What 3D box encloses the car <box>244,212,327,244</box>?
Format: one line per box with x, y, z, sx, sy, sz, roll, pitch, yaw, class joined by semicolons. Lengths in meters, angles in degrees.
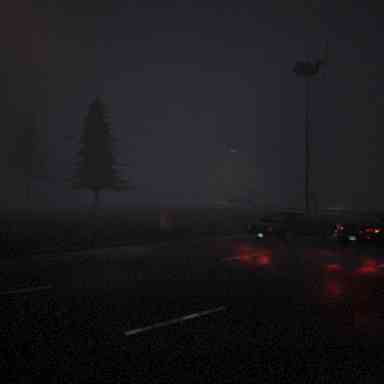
4.829;1.610;15.867;4.718;1.301;1.895;0;0;-35;car

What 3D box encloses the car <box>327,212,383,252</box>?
7.875;1.535;13.726;4.674;1.442;1.812;0;0;-35;car

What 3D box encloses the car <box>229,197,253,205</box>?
8.968;1.629;60.867;1.895;1.301;4.718;0;0;-34;car
